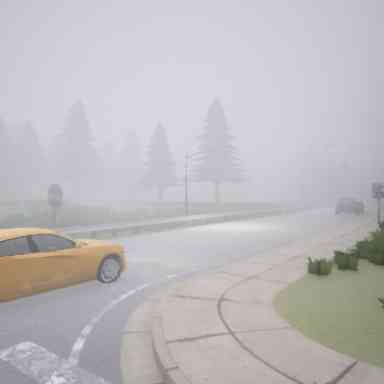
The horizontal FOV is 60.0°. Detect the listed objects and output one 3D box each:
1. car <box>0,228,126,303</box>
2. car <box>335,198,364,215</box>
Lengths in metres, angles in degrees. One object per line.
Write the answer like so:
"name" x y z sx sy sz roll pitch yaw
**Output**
"car" -3.753 1.556 7.608 1.882 1.535 5.008 -1 0 37
"car" 16.856 1.424 35.424 2.097 1.767 4.553 -1 0 37
